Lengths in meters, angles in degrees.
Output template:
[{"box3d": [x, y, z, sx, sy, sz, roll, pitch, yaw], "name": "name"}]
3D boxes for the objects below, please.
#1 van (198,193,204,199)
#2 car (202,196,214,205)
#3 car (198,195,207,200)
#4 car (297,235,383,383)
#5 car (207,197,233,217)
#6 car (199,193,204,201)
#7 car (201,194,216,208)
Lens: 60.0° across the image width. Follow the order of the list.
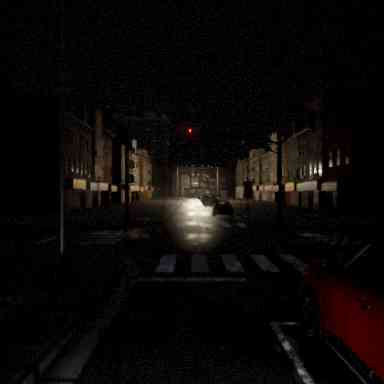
[{"box3d": [2.629, 1.147, 94.894, 1.690, 1.788, 3.998, 0, 0, 0], "name": "van"}, {"box3d": [2.635, 1.416, 56.831, 1.802, 1.307, 4.206, 0, 0, 0], "name": "car"}, {"box3d": [2.630, 1.373, 84.019, 1.947, 1.339, 4.313, 0, 0, 0], "name": "car"}, {"box3d": [2.648, 1.301, 3.213, 2.192, 1.841, 5.009, 1, 0, 0], "name": "car"}, {"box3d": [2.640, 1.438, 29.644, 1.887, 1.381, 4.507, 1, 0, 0], "name": "car"}, {"box3d": [2.638, 1.158, 51.393, 2.192, 1.841, 5.009, 1, 0, 0], "name": "car"}, {"box3d": [2.637, 1.398, 45.956, 1.887, 1.381, 4.507, 1, 0, 0], "name": "car"}]
